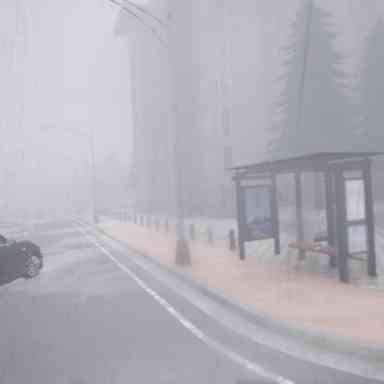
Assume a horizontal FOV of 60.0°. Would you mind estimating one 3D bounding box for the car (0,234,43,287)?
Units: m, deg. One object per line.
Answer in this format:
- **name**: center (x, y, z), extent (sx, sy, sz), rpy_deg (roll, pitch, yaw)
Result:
- **car**: center (-5.638, 1.638, 8.206), extent (2.097, 1.767, 4.553), rpy_deg (-2, 0, 2)
